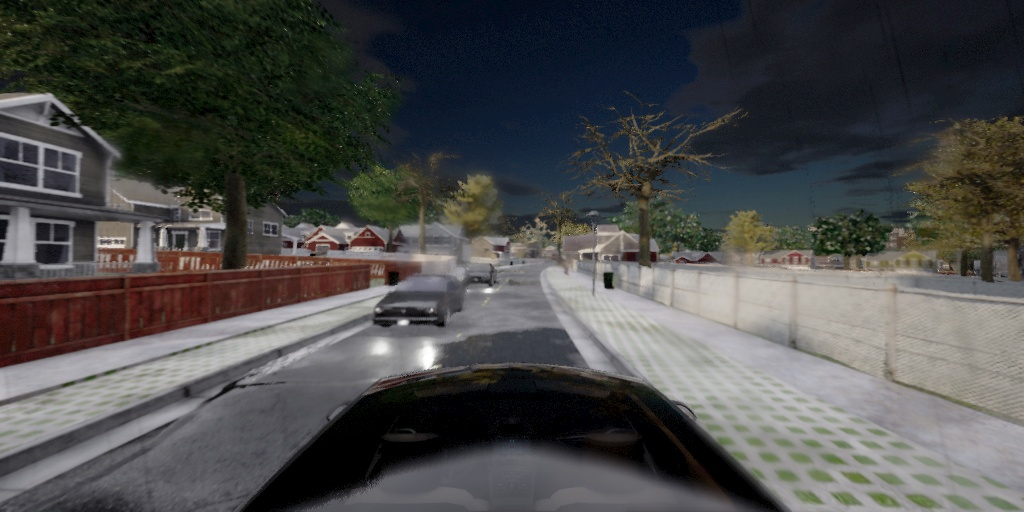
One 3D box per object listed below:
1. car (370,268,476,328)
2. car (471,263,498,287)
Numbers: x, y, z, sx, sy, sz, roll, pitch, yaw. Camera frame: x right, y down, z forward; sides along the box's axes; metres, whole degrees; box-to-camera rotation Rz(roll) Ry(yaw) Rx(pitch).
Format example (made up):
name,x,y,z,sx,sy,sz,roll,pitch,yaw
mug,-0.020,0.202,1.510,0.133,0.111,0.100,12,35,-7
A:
name,x,y,z,sx,sy,sz,roll,pitch,yaw
car,-2.654,1.300,11.678,2.033,1.411,5.357,0,0,2
car,-2.088,1.280,25.047,1.837,1.490,4.892,0,0,4
